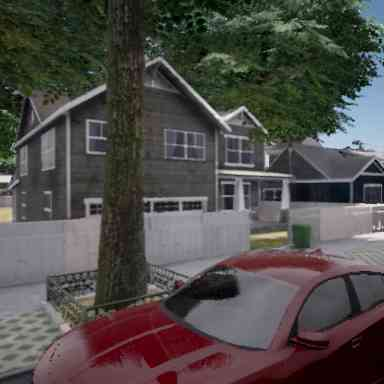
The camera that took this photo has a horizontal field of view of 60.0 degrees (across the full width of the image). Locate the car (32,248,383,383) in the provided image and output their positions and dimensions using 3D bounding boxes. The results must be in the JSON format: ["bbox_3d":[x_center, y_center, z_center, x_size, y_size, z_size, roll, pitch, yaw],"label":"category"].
[{"bbox_3d":[0.937,1.477,3.741,5.008,1.535,1.882,0,0,-36],"label":"car"}]
